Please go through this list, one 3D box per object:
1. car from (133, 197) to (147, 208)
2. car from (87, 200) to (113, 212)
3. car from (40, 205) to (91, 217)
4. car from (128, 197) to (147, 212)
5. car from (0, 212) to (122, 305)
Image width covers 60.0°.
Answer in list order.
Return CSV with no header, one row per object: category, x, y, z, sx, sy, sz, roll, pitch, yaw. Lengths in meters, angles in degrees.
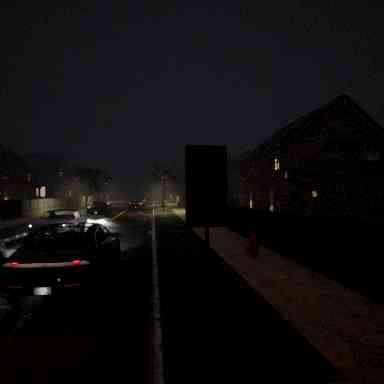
car,-7.624,1.476,48.853,1.837,1.490,4.892,0,0,-6
car,-8.280,1.471,30.069,2.128,1.511,4.902,0,0,-7
car,-6.770,1.593,17.094,1.895,1.301,4.718,0,0,-7
car,-6.408,1.450,38.854,2.128,1.511,4.902,0,0,-6
car,-2.850,1.481,8.121,2.128,1.511,4.902,0,0,-7
